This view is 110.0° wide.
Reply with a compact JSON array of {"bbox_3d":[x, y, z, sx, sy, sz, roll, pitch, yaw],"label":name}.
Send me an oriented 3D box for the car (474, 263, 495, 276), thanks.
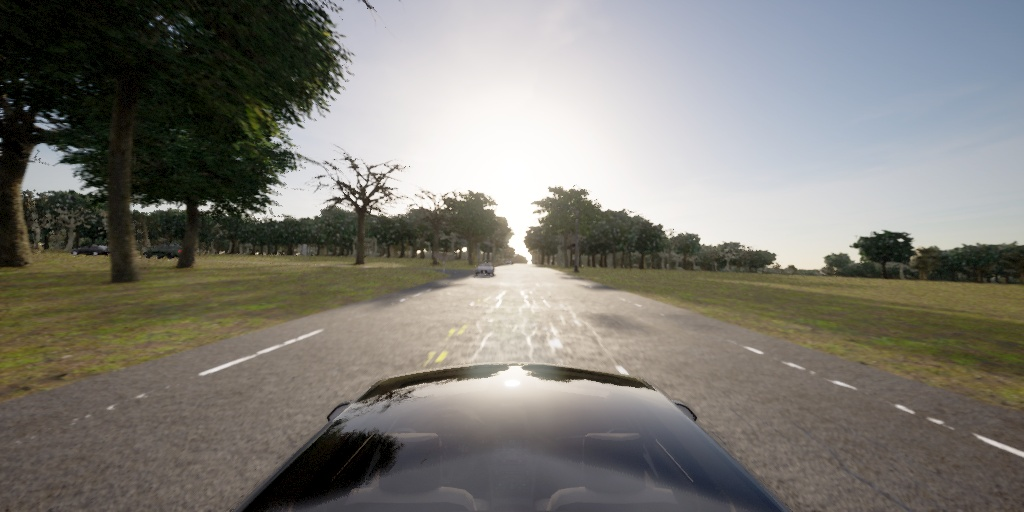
[{"bbox_3d":[-2.831,1.442,38.677,1.994,1.385,4.181,2,0,1],"label":"car"}]
